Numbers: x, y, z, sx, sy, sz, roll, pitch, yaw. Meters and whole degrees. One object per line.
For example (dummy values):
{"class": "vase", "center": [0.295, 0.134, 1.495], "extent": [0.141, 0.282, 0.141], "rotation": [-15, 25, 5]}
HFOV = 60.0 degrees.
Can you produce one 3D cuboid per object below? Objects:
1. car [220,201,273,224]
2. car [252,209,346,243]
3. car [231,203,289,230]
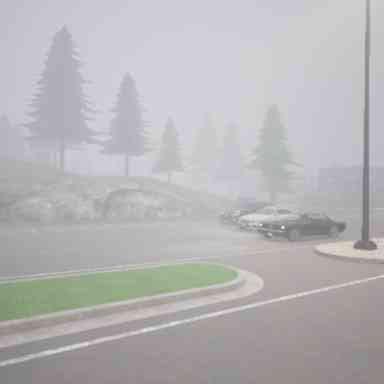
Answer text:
{"class": "car", "center": [4.250, 1.471, 24.265], "extent": [4.553, 1.767, 2.097], "rotation": [1, 0, -32]}
{"class": "car", "center": [5.588, 1.715, 16.871], "extent": [4.718, 1.301, 1.895], "rotation": [1, 0, -32]}
{"class": "car", "center": [4.973, 1.643, 20.586], "extent": [4.674, 1.442, 1.812], "rotation": [1, 0, -32]}
